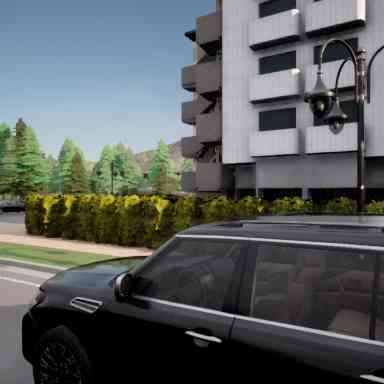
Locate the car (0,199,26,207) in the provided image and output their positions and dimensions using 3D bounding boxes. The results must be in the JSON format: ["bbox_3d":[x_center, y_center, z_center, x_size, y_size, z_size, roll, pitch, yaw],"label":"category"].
[{"bbox_3d":[-18.192,1.491,33.490,2.128,1.511,4.902,0,0,33],"label":"car"}]

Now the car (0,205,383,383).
[{"bbox_3d":[0.743,1.221,3.139,5.566,2.045,2.150,0,0,34],"label":"car"}]
